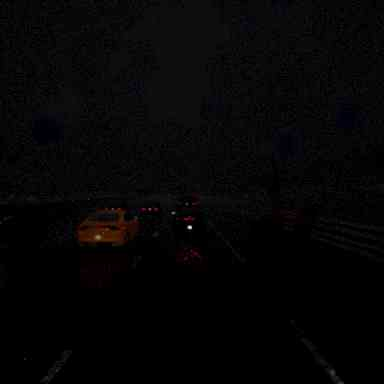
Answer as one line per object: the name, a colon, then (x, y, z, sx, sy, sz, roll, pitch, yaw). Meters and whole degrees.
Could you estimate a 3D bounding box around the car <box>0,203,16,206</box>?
car: (-18.170, 1.731, 32.020, 1.895, 1.301, 4.718, 0, 0, -1)

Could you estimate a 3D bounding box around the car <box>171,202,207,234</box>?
car: (-0.168, 1.596, 19.819, 1.837, 1.490, 4.892, 0, 0, -1)

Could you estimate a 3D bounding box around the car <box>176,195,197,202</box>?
car: (-0.622, 1.380, 38.121, 2.150, 2.045, 5.566, 0, 0, -1)

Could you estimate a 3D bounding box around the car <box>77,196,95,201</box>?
car: (-22.605, 1.571, 72.321, 2.097, 1.767, 4.553, 0, 0, -1)

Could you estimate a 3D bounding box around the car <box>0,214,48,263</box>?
car: (-7.008, 1.548, 12.206, 2.128, 1.511, 4.902, 0, 0, -1)

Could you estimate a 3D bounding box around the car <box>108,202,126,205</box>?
car: (-7.508, 1.687, 33.575, 2.033, 1.411, 5.357, 0, 0, -1)

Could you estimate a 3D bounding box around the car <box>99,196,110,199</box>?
car: (-19.126, 1.733, 73.171, 1.837, 1.490, 4.892, 0, 0, -1)

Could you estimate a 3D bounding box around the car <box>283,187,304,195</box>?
car: (22.624, 0.004, 74.227, 2.150, 2.045, 5.566, 0, -4, -15)

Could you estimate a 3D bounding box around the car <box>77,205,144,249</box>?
car: (-3.558, 1.546, 14.858, 1.882, 1.535, 5.008, 0, 0, -1)

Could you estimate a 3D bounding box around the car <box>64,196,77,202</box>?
car: (-26.103, 1.692, 72.201, 1.882, 1.535, 5.008, 0, 0, -1)

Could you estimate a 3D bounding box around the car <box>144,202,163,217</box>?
car: (-4.009, 1.689, 33.620, 2.033, 1.411, 5.357, 0, 0, -1)
